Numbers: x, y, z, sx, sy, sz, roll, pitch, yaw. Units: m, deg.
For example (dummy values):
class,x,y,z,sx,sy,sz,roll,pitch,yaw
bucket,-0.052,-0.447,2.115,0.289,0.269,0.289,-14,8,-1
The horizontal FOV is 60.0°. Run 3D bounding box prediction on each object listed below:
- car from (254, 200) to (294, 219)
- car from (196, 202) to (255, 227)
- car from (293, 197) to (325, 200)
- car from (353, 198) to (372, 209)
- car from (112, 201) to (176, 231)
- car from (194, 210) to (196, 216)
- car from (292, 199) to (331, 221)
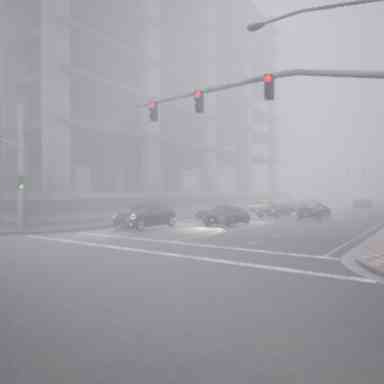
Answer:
class,x,y,z,sx,sy,sz,roll,pitch,yaw
car,7.704,1.717,30.870,1.895,1.301,4.718,-1,0,36
car,2.518,1.685,23.809,1.994,1.385,4.181,-1,0,36
car,13.607,1.636,38.895,1.812,1.442,4.674,-1,0,37
car,24.056,1.567,46.894,1.837,1.490,4.892,-1,-1,36
car,-3.106,1.514,22.068,2.097,1.767,4.553,-1,0,36
car,2.210,1.758,29.302,1.895,1.301,4.718,-1,0,36
car,10.407,1.601,28.324,1.812,1.442,4.674,-1,0,36
